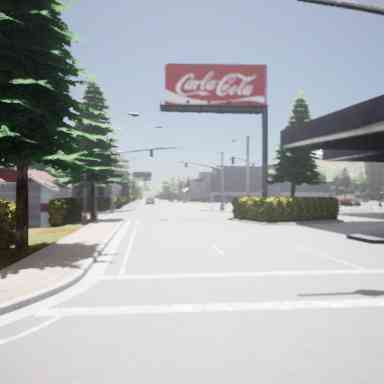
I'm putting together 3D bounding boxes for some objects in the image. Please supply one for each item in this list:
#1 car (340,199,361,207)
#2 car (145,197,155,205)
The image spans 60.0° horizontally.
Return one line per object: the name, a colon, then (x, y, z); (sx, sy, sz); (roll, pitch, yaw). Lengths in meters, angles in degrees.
car: (30.764, 2.060, 64.600); (2.007, 1.523, 4.514); (0, -1, -8)
car: (-9.304, 1.952, 74.139); (2.097, 1.767, 4.553); (0, -1, -8)
